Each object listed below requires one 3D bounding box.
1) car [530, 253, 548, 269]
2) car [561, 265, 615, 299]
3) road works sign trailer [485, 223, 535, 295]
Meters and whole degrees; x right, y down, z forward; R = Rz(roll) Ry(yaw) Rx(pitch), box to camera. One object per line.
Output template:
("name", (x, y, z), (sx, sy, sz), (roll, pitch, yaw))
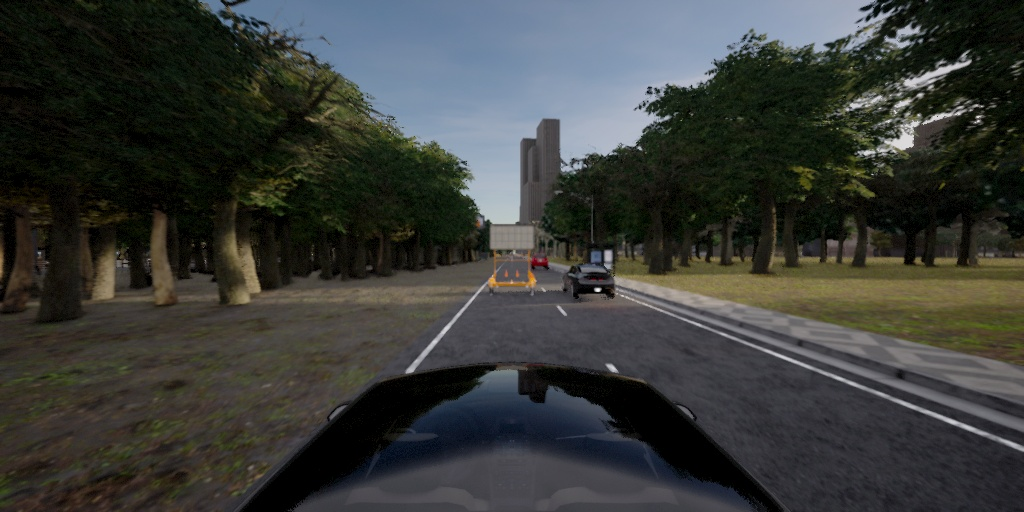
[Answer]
("car", (3.608, 0.682, 48.320), (2.150, 2.045, 5.566), (0, 0, 0))
("car", (3.602, 1.149, 17.450), (1.837, 1.490, 4.892), (0, 0, 0))
("road works sign trailer", (0.002, 0.100, 18.720), (2.380, 3.560, 2.880), (0, 0, 0))
